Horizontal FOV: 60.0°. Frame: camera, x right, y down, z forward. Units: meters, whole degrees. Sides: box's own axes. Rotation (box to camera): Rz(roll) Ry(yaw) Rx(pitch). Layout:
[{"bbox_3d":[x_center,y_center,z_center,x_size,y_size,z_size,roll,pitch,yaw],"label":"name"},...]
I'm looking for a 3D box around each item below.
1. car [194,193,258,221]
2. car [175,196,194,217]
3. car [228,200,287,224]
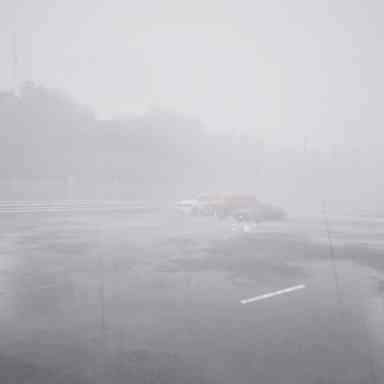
[{"bbox_3d":[3.221,1.162,27.299,5.566,2.045,2.150,0,0,-37],"label":"car"},{"bbox_3d":[1.101,1.139,30.086,5.566,2.045,2.150,0,0,-37],"label":"car"},{"bbox_3d":[5.001,1.526,24.263,4.181,1.385,1.994,0,0,-37],"label":"car"}]
